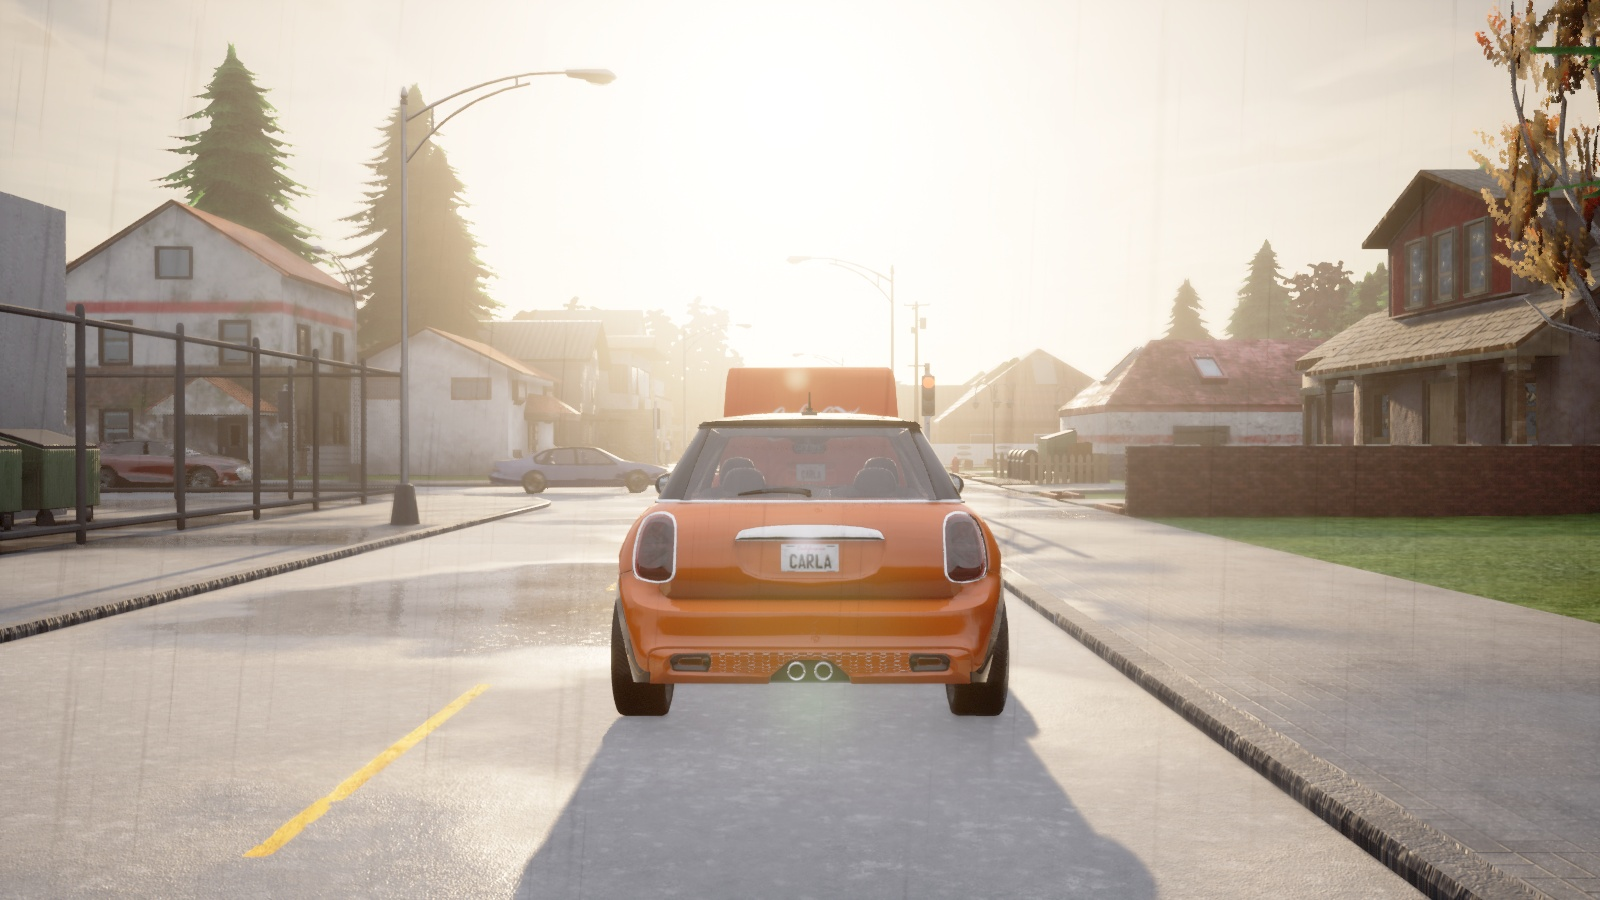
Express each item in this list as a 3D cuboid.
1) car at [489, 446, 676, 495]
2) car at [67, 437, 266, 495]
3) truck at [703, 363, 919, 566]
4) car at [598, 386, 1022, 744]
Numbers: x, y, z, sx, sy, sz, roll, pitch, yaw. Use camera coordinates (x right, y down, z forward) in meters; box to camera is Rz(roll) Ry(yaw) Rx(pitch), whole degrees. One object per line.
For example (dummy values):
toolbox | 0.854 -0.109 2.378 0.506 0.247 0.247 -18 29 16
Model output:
car | -6.495 0.576 37.647 5.357 1.411 2.033 0 0 -10
car | -18.696 0.451 37.223 4.856 1.649 2.033 0 0 0
truck | 0.125 0.159 17.875 2.627 2.467 5.204 0 0 0
car | 0.062 0.557 8.482 2.097 1.767 4.553 0 0 0
